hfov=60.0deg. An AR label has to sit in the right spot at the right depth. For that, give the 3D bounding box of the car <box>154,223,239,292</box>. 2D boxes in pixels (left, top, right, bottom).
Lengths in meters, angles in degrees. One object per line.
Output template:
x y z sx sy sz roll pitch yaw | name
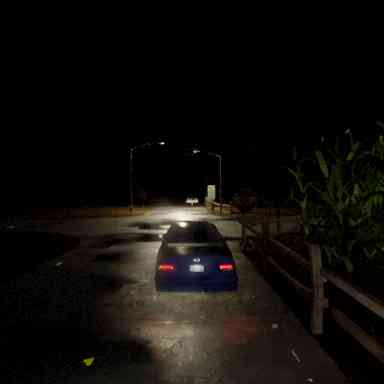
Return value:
0.025 1.541 9.031 2.033 1.411 5.357 0 0 -2 | car

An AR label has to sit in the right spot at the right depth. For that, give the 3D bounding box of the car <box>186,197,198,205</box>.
0.016 1.539 55.038 1.895 1.301 4.718 0 0 0 | car
